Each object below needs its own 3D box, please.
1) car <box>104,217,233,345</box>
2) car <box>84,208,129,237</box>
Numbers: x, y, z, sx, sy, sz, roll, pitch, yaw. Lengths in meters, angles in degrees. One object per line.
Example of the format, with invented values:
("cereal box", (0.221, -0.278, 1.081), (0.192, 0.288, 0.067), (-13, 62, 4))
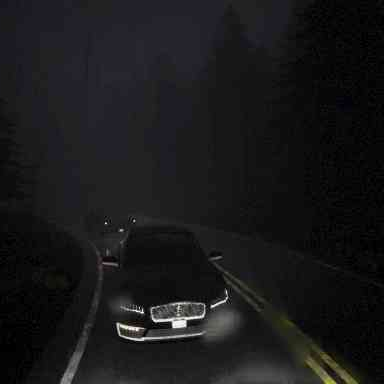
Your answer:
("car", (-0.641, 1.494, 6.775), (1.837, 1.490, 4.892), (-1, 0, -11))
("car", (-4.617, 1.609, 18.510), (1.895, 1.301, 4.718), (-3, 1, -29))
